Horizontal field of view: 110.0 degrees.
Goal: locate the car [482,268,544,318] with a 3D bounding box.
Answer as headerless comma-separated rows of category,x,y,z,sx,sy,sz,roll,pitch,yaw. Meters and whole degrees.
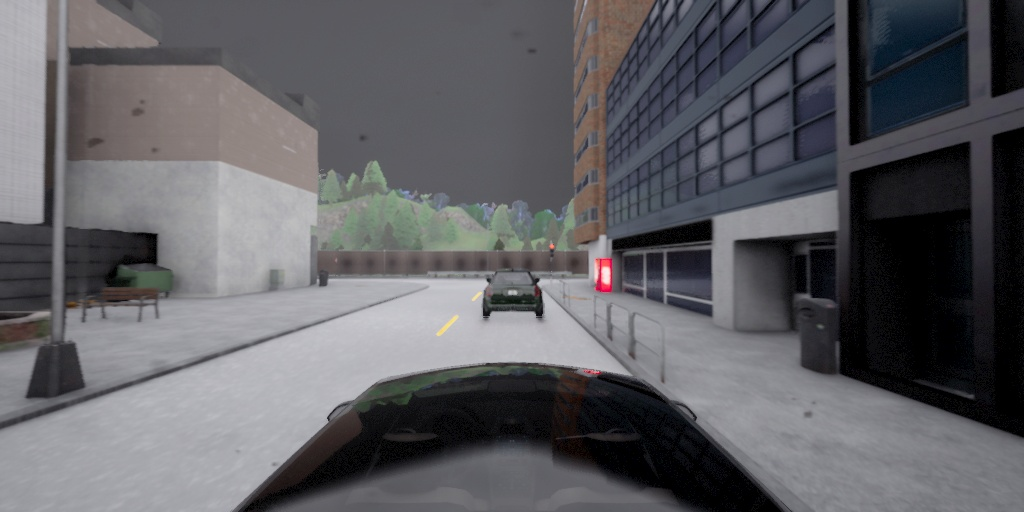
car,0.041,1.259,13.966,2.097,1.767,4.553,0,-1,0
